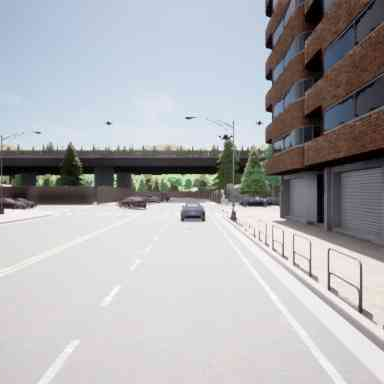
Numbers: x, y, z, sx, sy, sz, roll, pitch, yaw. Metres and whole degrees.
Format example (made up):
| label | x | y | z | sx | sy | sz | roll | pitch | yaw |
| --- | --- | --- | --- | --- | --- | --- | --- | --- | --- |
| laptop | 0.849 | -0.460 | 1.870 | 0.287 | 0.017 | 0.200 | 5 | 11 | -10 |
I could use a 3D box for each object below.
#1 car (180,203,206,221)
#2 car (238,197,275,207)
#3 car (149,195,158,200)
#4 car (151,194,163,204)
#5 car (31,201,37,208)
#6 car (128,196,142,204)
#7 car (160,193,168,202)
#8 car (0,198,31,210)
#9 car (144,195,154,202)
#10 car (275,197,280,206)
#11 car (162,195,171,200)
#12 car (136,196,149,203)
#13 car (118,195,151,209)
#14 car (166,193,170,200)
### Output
| label | x | y | z | sx | sy | sz | roll | pitch | yaw |
| --- | --- | --- | --- | --- | --- | --- | --- | --- | --- |
| car | 0.083 | 1.563 | 27.209 | 1.994 | 1.385 | 4.181 | 0 | 0 | 0 |
| car | 9.038 | 1.544 | 47.799 | 4.718 | 1.301 | 1.895 | 0 | 0 | 1 |
| car | -10.522 | 1.522 | 91.007 | 1.812 | 1.442 | 4.674 | 0 | 0 | 0 |
| car | -7.061 | 1.562 | 62.841 | 1.994 | 1.385 | 4.181 | 0 | 0 | 0 |
| car | -22.907 | 1.507 | 44.067 | 4.181 | 1.385 | 1.994 | 0 | 0 | 0 |
| car | -10.559 | 1.524 | 62.244 | 1.812 | 1.442 | 4.674 | 0 | 0 | 0 |
| car | -7.004 | 1.538 | 72.070 | 2.033 | 1.411 | 5.357 | 0 | 0 | 0 |
| car | -22.698 | 1.469 | 40.567 | 4.674 | 1.442 | 1.812 | 0 | 0 | 0 |
| car | -10.504 | 1.522 | 80.682 | 1.812 | 1.442 | 4.674 | 0 | 0 | 0 |
| car | 12.216 | 1.490 | 51.147 | 5.357 | 1.411 | 2.033 | 0 | 0 | 2 |
| car | -7.031 | 1.550 | 92.008 | 1.994 | 1.385 | 4.181 | 0 | 0 | 0 |
| car | -10.504 | 1.551 | 70.792 | 1.994 | 1.385 | 4.181 | 0 | 0 | 0 |
| car | -8.053 | 1.456 | 44.363 | 1.882 | 1.535 | 5.008 | 1 | -1 | -43 |
| car | -7.004 | 1.223 | 82.165 | 2.150 | 2.045 | 5.566 | 0 | 0 | 0 |
